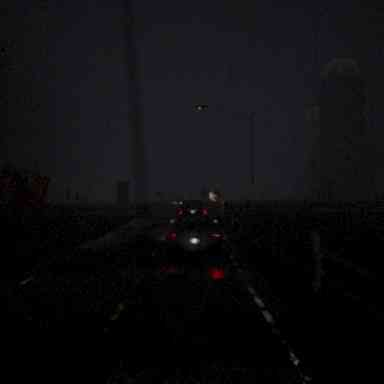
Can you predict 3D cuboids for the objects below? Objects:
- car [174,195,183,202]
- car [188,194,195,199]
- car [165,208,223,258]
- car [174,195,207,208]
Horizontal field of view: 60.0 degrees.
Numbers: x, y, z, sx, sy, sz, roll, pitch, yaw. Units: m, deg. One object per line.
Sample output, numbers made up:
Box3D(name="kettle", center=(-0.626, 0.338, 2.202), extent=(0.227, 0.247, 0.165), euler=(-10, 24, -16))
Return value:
Box3D(name="car", center=(-2.932, 1.399, 73.742), extent=(1.882, 1.535, 5.008), euler=(0, 0, 0))
Box3D(name="car", center=(-0.234, 1.359, 94.284), extent=(1.994, 1.385, 4.181), euler=(0, 0, 0))
Box3D(name="car", center=(0.071, 1.540, 12.723), extent=(1.994, 1.385, 4.181), euler=(0, 0, 0))
Box3D(name="car", center=(-0.001, 1.311, 23.700), extent=(2.097, 1.767, 4.553), euler=(0, 0, -1))
